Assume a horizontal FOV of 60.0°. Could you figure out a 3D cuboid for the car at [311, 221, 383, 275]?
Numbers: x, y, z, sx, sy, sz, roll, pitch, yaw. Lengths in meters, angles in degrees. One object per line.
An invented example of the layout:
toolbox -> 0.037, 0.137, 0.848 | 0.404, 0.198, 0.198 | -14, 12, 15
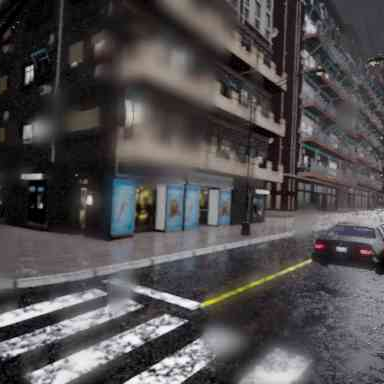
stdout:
car -> 5.618, 1.670, 11.024 | 2.033, 1.411, 5.357 | 2, 0, 38
